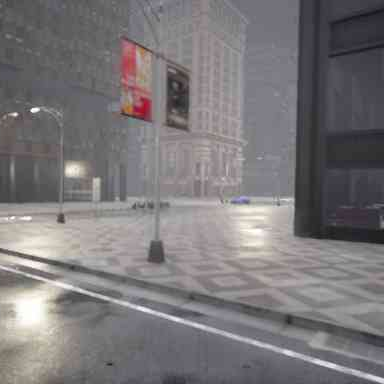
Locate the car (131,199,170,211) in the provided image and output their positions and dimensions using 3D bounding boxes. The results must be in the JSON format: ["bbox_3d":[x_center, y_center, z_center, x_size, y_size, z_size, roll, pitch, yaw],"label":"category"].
[{"bbox_3d":[-4.622,1.425,37.507,1.895,1.301,4.718,2,1,35],"label":"car"}]

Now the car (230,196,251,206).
[{"bbox_3d":[8.065,1.420,55.238,1.882,1.535,5.008,2,0,36],"label":"car"}]
